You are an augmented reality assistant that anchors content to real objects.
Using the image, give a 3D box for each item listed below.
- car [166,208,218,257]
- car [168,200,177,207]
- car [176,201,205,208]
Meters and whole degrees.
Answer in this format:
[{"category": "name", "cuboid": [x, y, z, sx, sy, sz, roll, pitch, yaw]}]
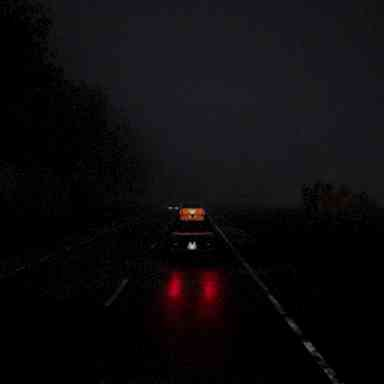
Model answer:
[{"category": "car", "cuboid": [0.023, 1.631, 13.495, 2.128, 1.511, 4.902, 0, 0, 0]}, {"category": "car", "cuboid": [-3.513, 2.180, 64.514, 2.033, 1.411, 5.357, 0, -1, 0]}, {"category": "car", "cuboid": [0.023, 1.638, 28.399, 2.097, 1.767, 4.553, 0, -1, 0]}]
